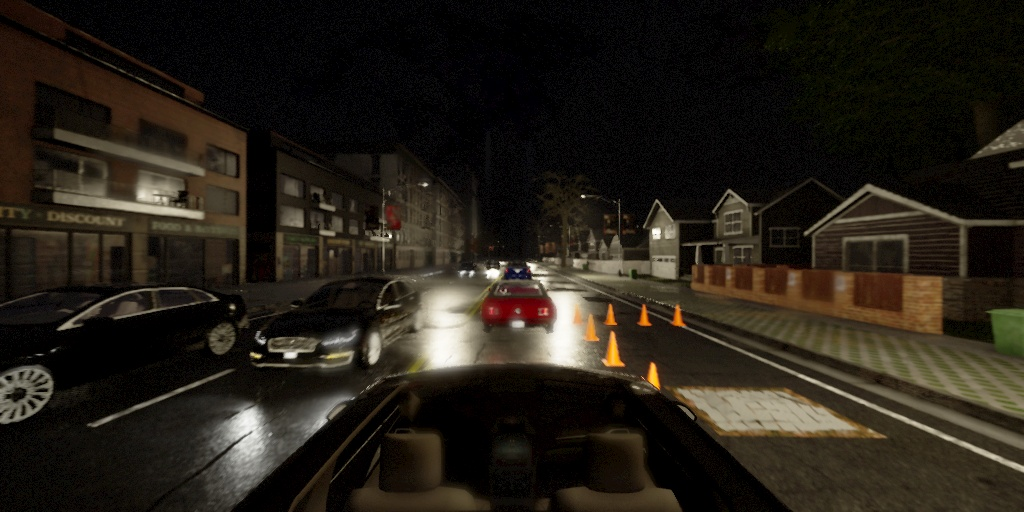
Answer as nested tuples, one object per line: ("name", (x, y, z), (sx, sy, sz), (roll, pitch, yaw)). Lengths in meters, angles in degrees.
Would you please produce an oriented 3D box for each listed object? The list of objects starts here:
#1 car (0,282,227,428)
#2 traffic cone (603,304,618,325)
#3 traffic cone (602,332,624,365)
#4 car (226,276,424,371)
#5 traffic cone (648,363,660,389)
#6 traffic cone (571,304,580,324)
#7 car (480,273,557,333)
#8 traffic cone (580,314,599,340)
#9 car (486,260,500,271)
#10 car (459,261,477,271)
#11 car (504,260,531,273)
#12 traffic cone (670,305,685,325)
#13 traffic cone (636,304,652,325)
("car", (-6.582, 1.207, 5.646), (2.128, 1.511, 4.902), (0, 0, 1))
("traffic cone", (2.954, 1.738, 10.757), (0.340, 0.580, 0.340), (0, 0, 1))
("traffic cone", (1.898, 1.725, 6.772), (0.340, 0.580, 0.340), (0, 0, 1))
("car", (-3.301, 1.244, 7.827), (1.837, 1.490, 4.892), (0, 0, 1))
("traffic cone", (1.871, 1.722, 4.772), (0.340, 0.580, 0.340), (0, 0, 1))
("traffic cone", (1.954, 1.732, 10.771), (0.340, 0.580, 0.340), (0, 0, 1))
("car", (0.190, 1.367, 10.847), (1.895, 1.301, 4.718), (0, 0, 1))
("traffic cone", (1.926, 1.729, 8.771), (0.340, 0.580, 0.340), (0, 0, 1))
("car", (-2.668, 1.313, 51.406), (2.128, 1.511, 4.902), (0, 0, 1))
("car", (-5.962, 1.361, 48.990), (1.994, 1.385, 4.181), (0, 0, 1))
("car", (0.431, 1.151, 28.343), (2.097, 1.767, 4.553), (0, 0, 1))
("traffic cone", (4.953, 1.751, 10.730), (0.340, 0.580, 0.340), (0, 0, 1))
("traffic cone", (3.953, 1.744, 10.744), (0.340, 0.580, 0.340), (0, 0, 1))
